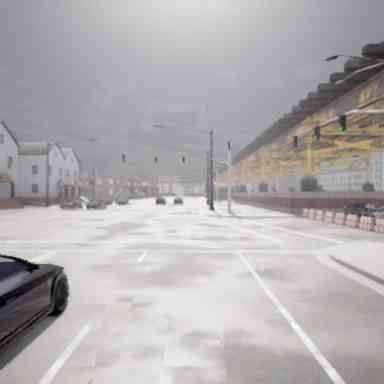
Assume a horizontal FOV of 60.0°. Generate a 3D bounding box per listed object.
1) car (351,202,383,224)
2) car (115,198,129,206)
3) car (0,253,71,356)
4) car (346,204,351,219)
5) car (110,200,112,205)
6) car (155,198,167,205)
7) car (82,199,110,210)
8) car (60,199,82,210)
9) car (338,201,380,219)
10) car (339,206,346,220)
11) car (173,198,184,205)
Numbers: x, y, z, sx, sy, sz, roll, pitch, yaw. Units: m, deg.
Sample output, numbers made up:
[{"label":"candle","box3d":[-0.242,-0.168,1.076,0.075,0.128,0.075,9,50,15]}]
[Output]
[{"label":"car","box3d":[13.957,1.423,23.235,1.853,1.218,4.536,0,0,-35]},{"label":"car","box3d":[-13.276,1.849,63.597,1.837,1.490,4.892,0,0,2]},{"label":"car","box3d":[-3.429,1.592,5.022,1.994,1.385,4.181,0,0,0]},{"label":"car","box3d":[13.927,1.580,23.276,2.038,1.542,4.974,0,0,-35]},{"label":"car","box3d":[-16.772,1.945,63.569,1.895,1.301,4.718,0,0,2]},{"label":"car","box3d":[-6.187,1.847,66.503,1.882,1.535,5.008,0,0,1]},{"label":"car","box3d":[-13.729,1.764,47.821,1.837,1.490,4.892,0,0,2]},{"label":"car","box3d":[-17.231,1.784,47.691,1.812,1.442,4.674,0,0,2]},{"label":"car","box3d":[14.067,1.448,27.921,1.853,1.218,4.536,0,0,45]},{"label":"car","box3d":[14.030,1.605,27.883,2.038,1.542,4.974,0,0,45]},{"label":"car","box3d":[-2.688,1.875,66.417,1.837,1.490,4.892,0,0,1]}]
